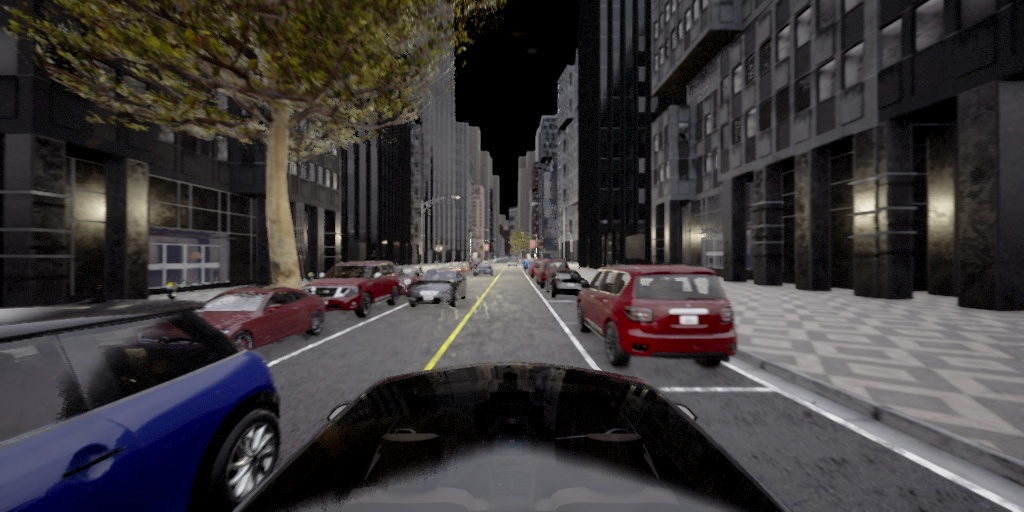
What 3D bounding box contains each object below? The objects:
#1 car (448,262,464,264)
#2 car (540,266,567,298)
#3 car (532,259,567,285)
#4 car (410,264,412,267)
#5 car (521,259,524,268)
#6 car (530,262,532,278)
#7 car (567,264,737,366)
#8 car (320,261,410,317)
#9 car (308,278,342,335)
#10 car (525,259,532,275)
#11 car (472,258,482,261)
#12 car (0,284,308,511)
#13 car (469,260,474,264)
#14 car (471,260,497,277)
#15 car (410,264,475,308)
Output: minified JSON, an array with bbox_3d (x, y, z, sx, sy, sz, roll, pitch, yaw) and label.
[{"bbox_3d":[-5.734,1.331,35.546,1.967,1.591,4.097,0,0,0],"label":"car"},{"bbox_3d":[2.776,1.391,19.005,1.948,1.339,4.313,0,0,0],"label":"car"},{"bbox_3d":[2.781,1.164,24.518,2.192,1.841,5.009,0,0,0],"label":"car"},{"bbox_3d":[-5.750,1.259,19.007,1.967,1.591,4.097,0,0,0],"label":"car"},{"bbox_3d":[2.813,1.562,57.593,1.948,1.339,4.313,0,0,0],"label":"car"},{"bbox_3d":[2.786,1.419,30.030,1.888,1.381,4.507,0,0,0],"label":"car"},{"bbox_3d":[2.765,1.093,7.980,2.192,1.841,5.009,0,0,0],"label":"car"},{"bbox_3d":[-5.755,1.110,13.494,2.192,1.841,5.009,0,0,0],"label":"car"},{"bbox_3d":[-5.760,1.354,7.981,1.802,1.307,4.207,0,0,0],"label":"car"},{"bbox_3d":[2.792,1.213,35.543,2.192,1.841,5.009,0,0,0],"label":"car"},{"bbox_3d":[-5.712,1.304,57.598,2.192,1.841,5.009,0,0,0],"label":"car"},{"bbox_3d":[-3.100,1.098,1.271,2.097,1.767,4.553,0,0,0],"label":"car"},{"bbox_3d":[-5.728,1.441,40.889,1.751,1.417,4.829,0,0,0],"label":"car"},{"bbox_3d":[-2.986,1.471,38.469,1.994,1.385,4.181,0,0,0],"label":"car"},{"bbox_3d":[-3.071,1.297,15.688,2.128,1.511,4.902,0,0,0],"label":"car"}]
